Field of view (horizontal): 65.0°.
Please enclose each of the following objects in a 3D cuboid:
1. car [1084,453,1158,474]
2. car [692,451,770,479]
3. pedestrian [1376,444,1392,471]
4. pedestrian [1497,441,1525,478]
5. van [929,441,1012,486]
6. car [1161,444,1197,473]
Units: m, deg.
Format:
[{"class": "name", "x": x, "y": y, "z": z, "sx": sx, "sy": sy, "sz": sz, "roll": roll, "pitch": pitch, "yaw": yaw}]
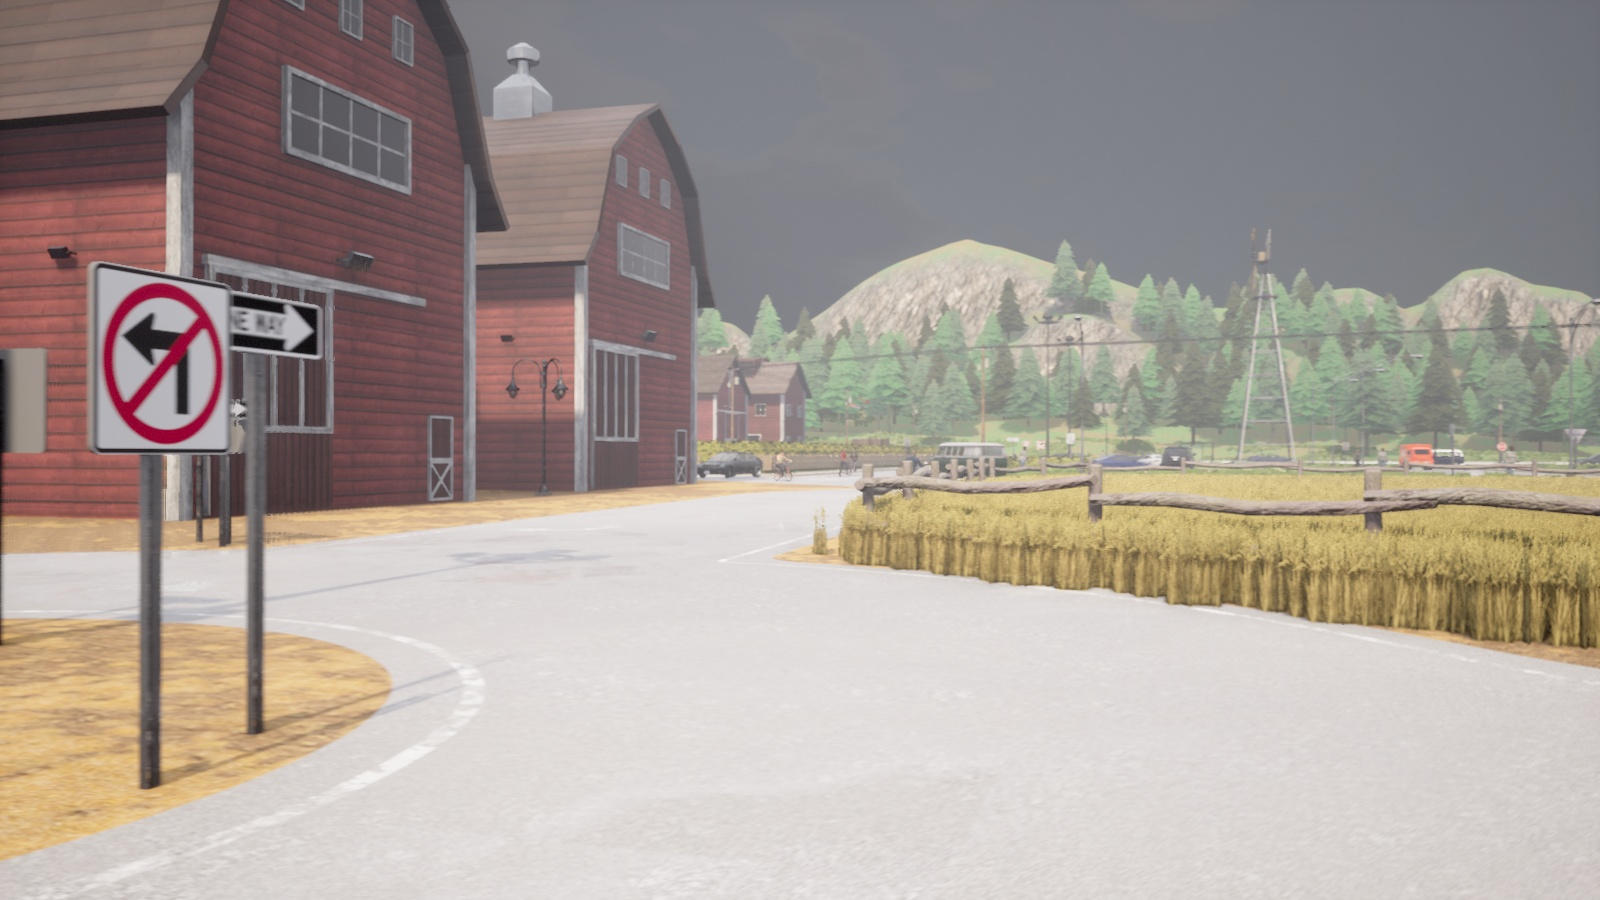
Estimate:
[{"class": "car", "x": 22.016, "y": 0.932, "z": 86.114, "sx": 4.674, "sy": 1.442, "sz": 1.812, "roll": 0, "pitch": 0, "yaw": -17}, {"class": "car", "x": -3.892, "y": 0.832, "z": 71.627, "sx": 2.163, "sy": 1.488, "sz": 4.792, "roll": 0, "pitch": 0, "yaw": 31}, {"class": "pedestrian", "x": 40.642, "y": 0.526, "z": 87.436, "sx": 0.874, "sy": 1.855, "sz": 0.900, "roll": 0, "pitch": 0, "yaw": 14}, {"class": "pedestrian", "x": 36.624, "y": 0.479, "z": 64.673, "sx": 0.874, "sy": 1.855, "sz": 0.900, "roll": 0, "pitch": 0, "yaw": -12}, {"class": "van", "x": 7.785, "y": 0.594, "z": 57.707, "sx": 1.775, "sy": 1.987, "sz": 4.442, "roll": 0, "pitch": 0, "yaw": -23}, {"class": "car", "x": 28.284, "y": 0.631, "z": 93.635, "sx": 2.150, "sy": 2.045, "sz": 5.566, "roll": 0, "pitch": 0, "yaw": 21}]
